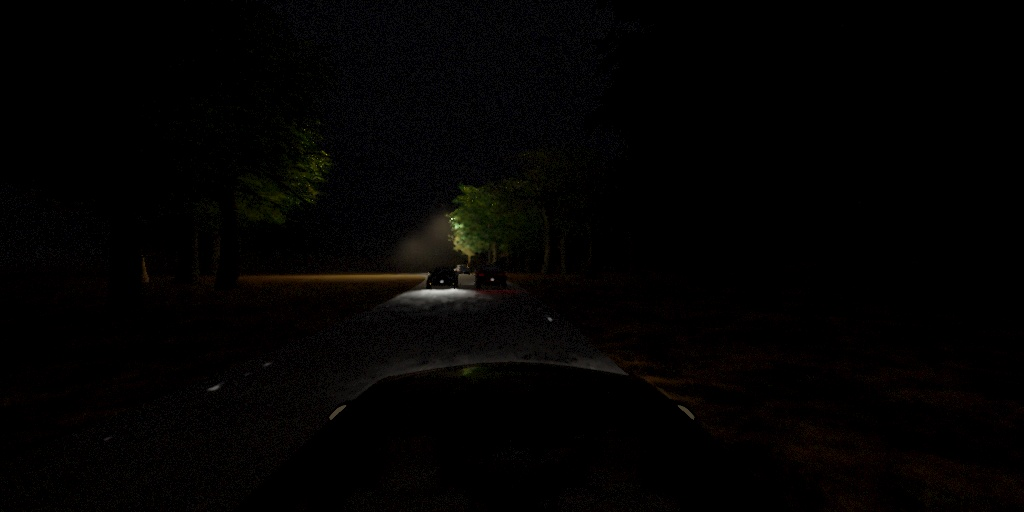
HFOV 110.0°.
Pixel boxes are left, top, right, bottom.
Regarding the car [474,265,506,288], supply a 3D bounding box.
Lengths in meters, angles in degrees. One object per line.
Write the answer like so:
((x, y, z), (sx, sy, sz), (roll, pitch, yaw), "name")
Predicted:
((-1.560, 1.324, 24.596), (1.882, 1.535, 5.008), (0, -1, -8), "car")

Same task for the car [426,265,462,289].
((-4.610, 1.427, 24.292), (1.994, 1.385, 4.181), (0, 0, -7), "car")

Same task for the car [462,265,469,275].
((-7.178, 1.965, 50.589), (1.812, 1.442, 4.674), (-1, -2, -16), "car")
